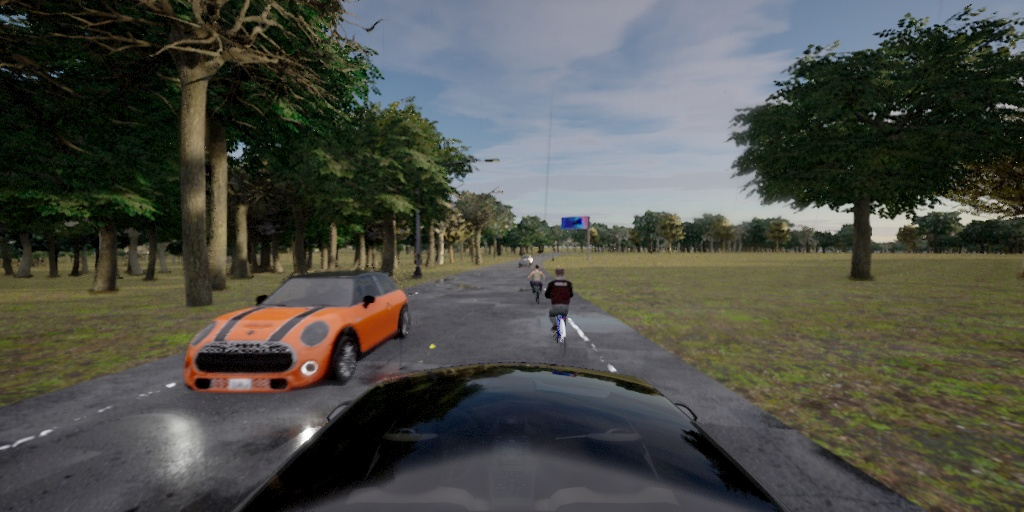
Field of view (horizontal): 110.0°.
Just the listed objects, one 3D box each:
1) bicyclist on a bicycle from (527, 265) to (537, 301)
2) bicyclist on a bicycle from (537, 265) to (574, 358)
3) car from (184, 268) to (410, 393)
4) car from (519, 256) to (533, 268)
[{"bbox_3d":[1.060,1.176,15.332,0.866,1.612,1.509,0,0,1],"label":"bicyclist on a bicycle"},{"bbox_3d":[0.986,1.114,7.601,0.659,1.776,1.843,0,0,0],"label":"bicyclist on a bicycle"},{"bbox_3d":[-3.572,1.095,6.974,2.097,1.767,4.553,0,0,0],"label":"car"},{"bbox_3d":[2.107,1.142,60.315,2.128,1.511,4.902,0,0,4],"label":"car"}]
